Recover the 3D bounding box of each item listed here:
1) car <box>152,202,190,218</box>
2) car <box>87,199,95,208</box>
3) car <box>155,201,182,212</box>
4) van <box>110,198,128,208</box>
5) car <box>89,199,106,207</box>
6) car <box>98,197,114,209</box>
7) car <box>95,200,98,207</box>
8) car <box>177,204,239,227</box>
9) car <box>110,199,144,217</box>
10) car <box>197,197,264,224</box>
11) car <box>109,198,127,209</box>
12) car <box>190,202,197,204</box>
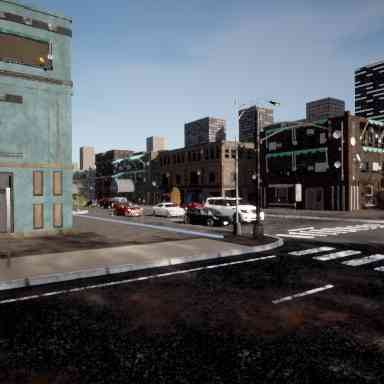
[{"bbox_3d":[-2.541,1.862,34.640,1.812,1.442,4.674,-1,0,-35],"label":"car"},{"bbox_3d":[-19.197,2.159,63.446,2.128,1.511,4.902,-1,0,-36],"label":"car"},{"bbox_3d":[-3.291,1.966,45.629,1.802,1.307,4.206,-2,0,-36],"label":"car"},{"bbox_3d":[-12.952,1.906,59.138,1.690,1.788,3.998,-1,0,-36],"label":"van"},{"bbox_3d":[-19.384,2.227,68.145,1.887,1.381,4.507,-1,0,-36],"label":"car"},{"bbox_3d":[-13.423,2.066,55.365,1.837,1.490,4.892,-1,0,-36],"label":"car"},{"bbox_3d":[-16.171,1.939,63.641,2.192,1.841,5.009,-1,0,-36],"label":"car"},{"bbox_3d":[1.079,1.814,24.891,1.947,1.339,4.313,-2,0,-36],"label":"car"},{"bbox_3d":[-6.894,1.846,36.251,1.967,1.590,4.097,-1,0,-36],"label":"car"},{"bbox_3d":[3.160,1.445,26.655,2.150,2.045,5.566,-1,0,-35],"label":"car"},{"bbox_3d":[-8.584,1.931,43.112,1.882,1.535,5.008,-1,0,-35],"label":"car"},{"bbox_3d":[-0.074,1.903,41.126,1.802,1.307,4.206,-2,0,-36],"label":"car"}]
